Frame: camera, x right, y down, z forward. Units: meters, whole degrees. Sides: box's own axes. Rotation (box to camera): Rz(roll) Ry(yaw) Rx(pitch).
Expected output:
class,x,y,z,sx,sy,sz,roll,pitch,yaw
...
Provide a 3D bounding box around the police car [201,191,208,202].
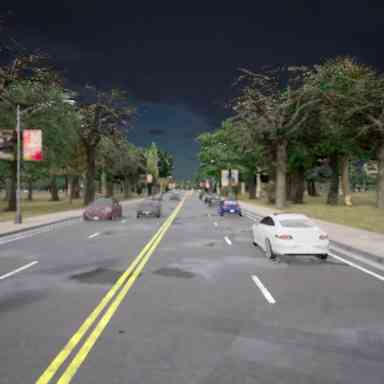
class,x,y,z,sx,sy,sz,roll,pitch,yaw
police car,3.056,1.131,55.858,1.930,1.638,5.238,0,0,0

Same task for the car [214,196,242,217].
class,x,y,z,sx,sy,sz,roll,pitch,yaw
car,3.286,1.375,29.591,1.812,1.442,4.674,0,0,0

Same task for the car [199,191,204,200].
class,x,y,z,sx,sy,sz,roll,pitch,yaw
car,2.979,1.095,66.943,1.801,1.575,5.366,0,0,0

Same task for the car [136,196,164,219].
class,x,y,z,sx,sy,sz,roll,pitch,yaw
car,-3.405,1.366,27.400,1.837,1.490,4.892,0,0,0

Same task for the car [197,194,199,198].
class,x,y,z,sx,sy,sz,roll,pitch,yaw
car,2.892,0.792,77.787,2.150,2.045,5.566,0,0,0

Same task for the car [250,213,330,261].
class,x,y,z,sx,sy,sz,roll,pitch,yaw
car,3.335,1.465,11.956,1.812,1.442,4.674,0,0,0

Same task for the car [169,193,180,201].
class,x,y,z,sx,sy,sz,roll,pitch,yaw
car,-3.537,0.963,69.019,2.097,1.767,4.553,0,0,0

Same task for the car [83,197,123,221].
class,x,y,z,sx,sy,sz,roll,pitch,yaw
car,-6.648,1.224,25.276,2.097,1.767,4.553,0,0,0

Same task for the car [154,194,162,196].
class,x,y,z,sx,sy,sz,roll,pitch,yaw
car,-6.773,1.176,66.505,1.812,1.442,4.674,0,0,0

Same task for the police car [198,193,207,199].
class,x,y,z,sx,sy,sz,roll,pitch,yaw
police car,2.791,1.006,88.764,2.038,1.542,4.974,0,0,-1

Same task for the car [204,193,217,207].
class,x,y,z,sx,sy,sz,roll,pitch,yaw
car,3.120,1.262,44.744,2.128,1.511,4.902,0,0,0
